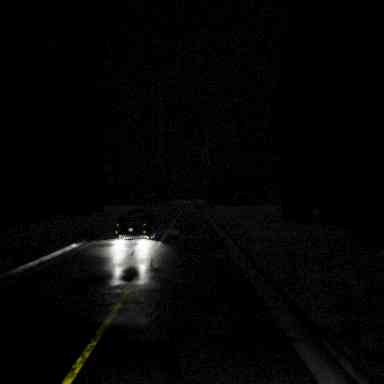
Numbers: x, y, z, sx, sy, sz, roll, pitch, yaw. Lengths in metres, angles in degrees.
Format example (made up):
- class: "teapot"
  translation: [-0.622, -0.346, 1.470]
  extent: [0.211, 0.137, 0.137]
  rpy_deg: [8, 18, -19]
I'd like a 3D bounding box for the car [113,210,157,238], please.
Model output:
- class: "car"
  translation: [-3.095, 1.723, 18.719]
  extent: [1.994, 1.385, 4.181]
  rpy_deg: [0, -1, 0]
